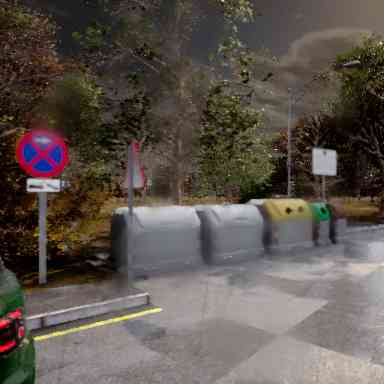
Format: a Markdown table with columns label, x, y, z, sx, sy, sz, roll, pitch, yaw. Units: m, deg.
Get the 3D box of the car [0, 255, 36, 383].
| label | x | y | z | sx | sy | sz | roll | pitch | yaw |
| --- | --- | --- | --- | --- | --- | --- | --- | --- | --- |
| car | -3.876 | 1.221 | 1.719 | 5.566 | 2.045 | 2.150 | 0 | 0 | -36 |
